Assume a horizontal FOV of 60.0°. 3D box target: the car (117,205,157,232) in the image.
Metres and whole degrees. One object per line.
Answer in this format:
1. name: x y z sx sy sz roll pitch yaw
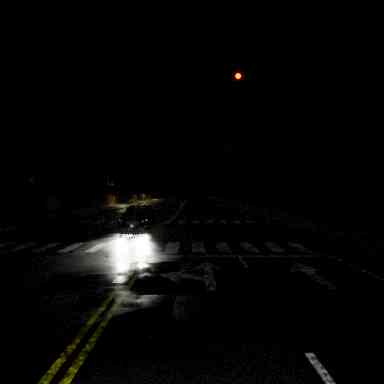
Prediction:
1. car: -3.230 1.550 20.303 2.128 1.511 4.902 0 0 0
